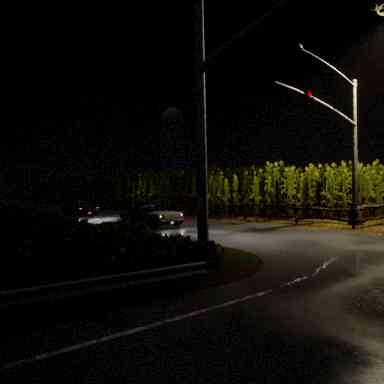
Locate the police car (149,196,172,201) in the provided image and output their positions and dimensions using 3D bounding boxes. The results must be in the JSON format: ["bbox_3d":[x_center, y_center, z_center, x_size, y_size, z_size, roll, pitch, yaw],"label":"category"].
[{"bbox_3d":[-2.774,1.169,25.305,1.930,1.638,5.238,-2,1,-39],"label":"police car"}]

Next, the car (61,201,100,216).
[{"bbox_3d":[-9.847,1.427,29.141,1.895,1.301,4.718,-2,1,-40],"label":"car"}]

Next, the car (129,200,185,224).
[{"bbox_3d":[-2.512,1.412,20.286,1.895,1.301,4.718,-2,1,-40],"label":"car"}]
